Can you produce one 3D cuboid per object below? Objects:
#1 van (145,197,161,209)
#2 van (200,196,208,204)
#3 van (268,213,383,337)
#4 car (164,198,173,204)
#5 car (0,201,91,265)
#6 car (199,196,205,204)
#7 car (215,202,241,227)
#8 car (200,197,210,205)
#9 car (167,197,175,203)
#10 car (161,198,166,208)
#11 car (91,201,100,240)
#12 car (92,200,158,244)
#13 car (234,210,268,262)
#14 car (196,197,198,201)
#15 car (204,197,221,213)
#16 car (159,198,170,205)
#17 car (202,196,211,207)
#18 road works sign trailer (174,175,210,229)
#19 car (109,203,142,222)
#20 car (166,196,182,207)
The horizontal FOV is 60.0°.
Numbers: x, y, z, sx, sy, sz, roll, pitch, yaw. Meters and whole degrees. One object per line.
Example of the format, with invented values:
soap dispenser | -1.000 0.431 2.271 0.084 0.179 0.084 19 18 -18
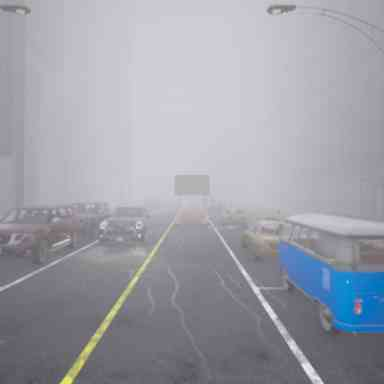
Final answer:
van | -5.663 1.625 46.012 1.690 1.788 3.998 0 0 0
van | 2.862 1.890 79.833 1.690 1.788 3.998 0 0 0
van | 2.860 1.387 6.518 1.690 1.788 3.998 0 0 0
car | -5.664 2.131 79.844 1.802 1.307 4.206 0 0 0
car | -5.665 1.396 12.180 2.192 1.841 5.009 0 0 0
car | 2.861 1.683 57.276 2.192 1.841 5.009 0 0 0
car | 2.868 1.672 23.641 1.752 1.417 4.829 0 0 1
car | 2.862 1.944 74.193 1.967 1.590 4.097 0 0 0
car | -5.664 2.169 90.951 1.752 1.417 4.829 0 -1 0
car | -5.664 1.889 51.649 1.947 1.339 4.313 0 0 0
car | -5.665 1.430 17.820 2.192 1.841 5.009 0 0 0
car | -3.099 1.459 16.490 2.097 1.767 4.553 0 0 0
car | 2.861 1.607 12.328 1.752 1.417 4.829 0 0 0
car | 2.861 2.227 91.110 1.802 1.307 4.206 0 -1 0
car | 2.861 1.686 40.358 1.967 1.590 4.097 0 0 0
car | -5.664 2.002 68.566 1.887 1.381 4.507 0 0 0
car | 2.861 1.724 45.996 1.967 1.590 4.097 0 0 0
road works sign trailer | 0.002 0.607 22.757 2.380 3.560 2.880 0 0 0
car | -5.665 1.703 28.887 1.752 1.417 4.829 0 0 1
car | -3.045 1.910 59.535 1.812 1.442 4.674 0 0 1
